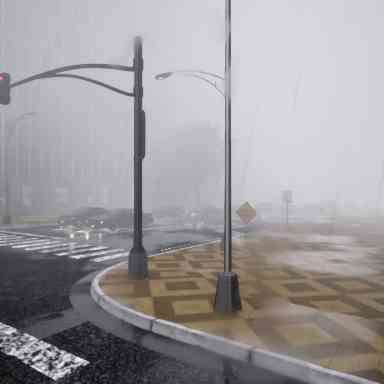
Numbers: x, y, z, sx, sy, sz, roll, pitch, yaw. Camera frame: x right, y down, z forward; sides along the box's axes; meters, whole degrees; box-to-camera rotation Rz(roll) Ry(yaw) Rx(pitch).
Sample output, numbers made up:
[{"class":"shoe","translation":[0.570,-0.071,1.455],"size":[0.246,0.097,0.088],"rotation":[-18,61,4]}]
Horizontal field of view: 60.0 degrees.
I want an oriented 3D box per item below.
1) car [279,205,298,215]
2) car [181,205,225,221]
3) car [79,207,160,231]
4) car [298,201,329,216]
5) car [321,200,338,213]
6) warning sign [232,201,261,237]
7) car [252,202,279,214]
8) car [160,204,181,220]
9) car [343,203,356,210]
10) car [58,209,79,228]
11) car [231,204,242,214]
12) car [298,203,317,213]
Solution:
[{"class":"car","translation":[13.573,2.450,46.230],"size":[1.895,1.301,4.718],"rotation":[0,-1,33]},{"class":"car","translation":[1.396,2.030,33.538],"size":[2.128,1.511,4.902],"rotation":[0,-1,33]},{"class":"car","translation":[-4.956,1.874,23.638],"size":[2.033,1.411,5.357],"rotation":[0,-1,33]},{"class":"car","translation":[16.242,2.343,44.378],"size":[2.128,1.511,4.902],"rotation":[0,-1,33]},{"class":"car","translation":[21.762,2.254,53.069],"size":[2.150,2.045,5.566],"rotation":[0,-1,33]},{"class":"warning sign","translation":[3.050,1.454,18.585],"size":[1.300,1.860,1.060],"rotation":[1,1,33]},{"class":"car","translation":[10.102,2.175,47.039],"size":[2.097,1.767,4.553],"rotation":[0,-1,33]},{"class":"car","translation":[-2.368,2.006,33.689],"size":[1.837,1.490,4.892],"rotation":[0,-1,33]},{"class":"car","translation":[31.294,2.837,65.824],"size":[1.812,1.442,4.674],"rotation":[0,-1,33]},{"class":"car","translation":[-7.828,1.844,25.166],"size":[1.812,1.442,4.674],"rotation":[0,-1,31]},{"class":"car","translation":[6.027,2.378,46.734],"size":[1.895,1.301,4.718],"rotation":[0,-1,33]},{"class":"car","translation":[19.008,2.593,54.795],"size":[1.994,1.385,4.181],"rotation":[0,-1,33]}]
